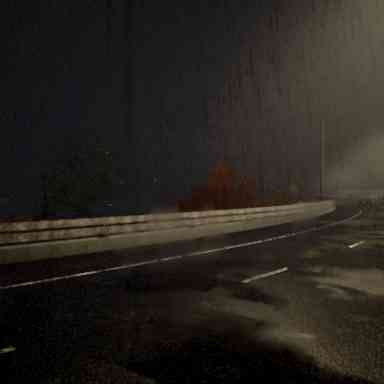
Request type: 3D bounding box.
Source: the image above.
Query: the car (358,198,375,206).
[{"bbox_3d":[27.585,1.596,52.791,1.895,1.301,4.718,0,0,19],"label":"car"}]
